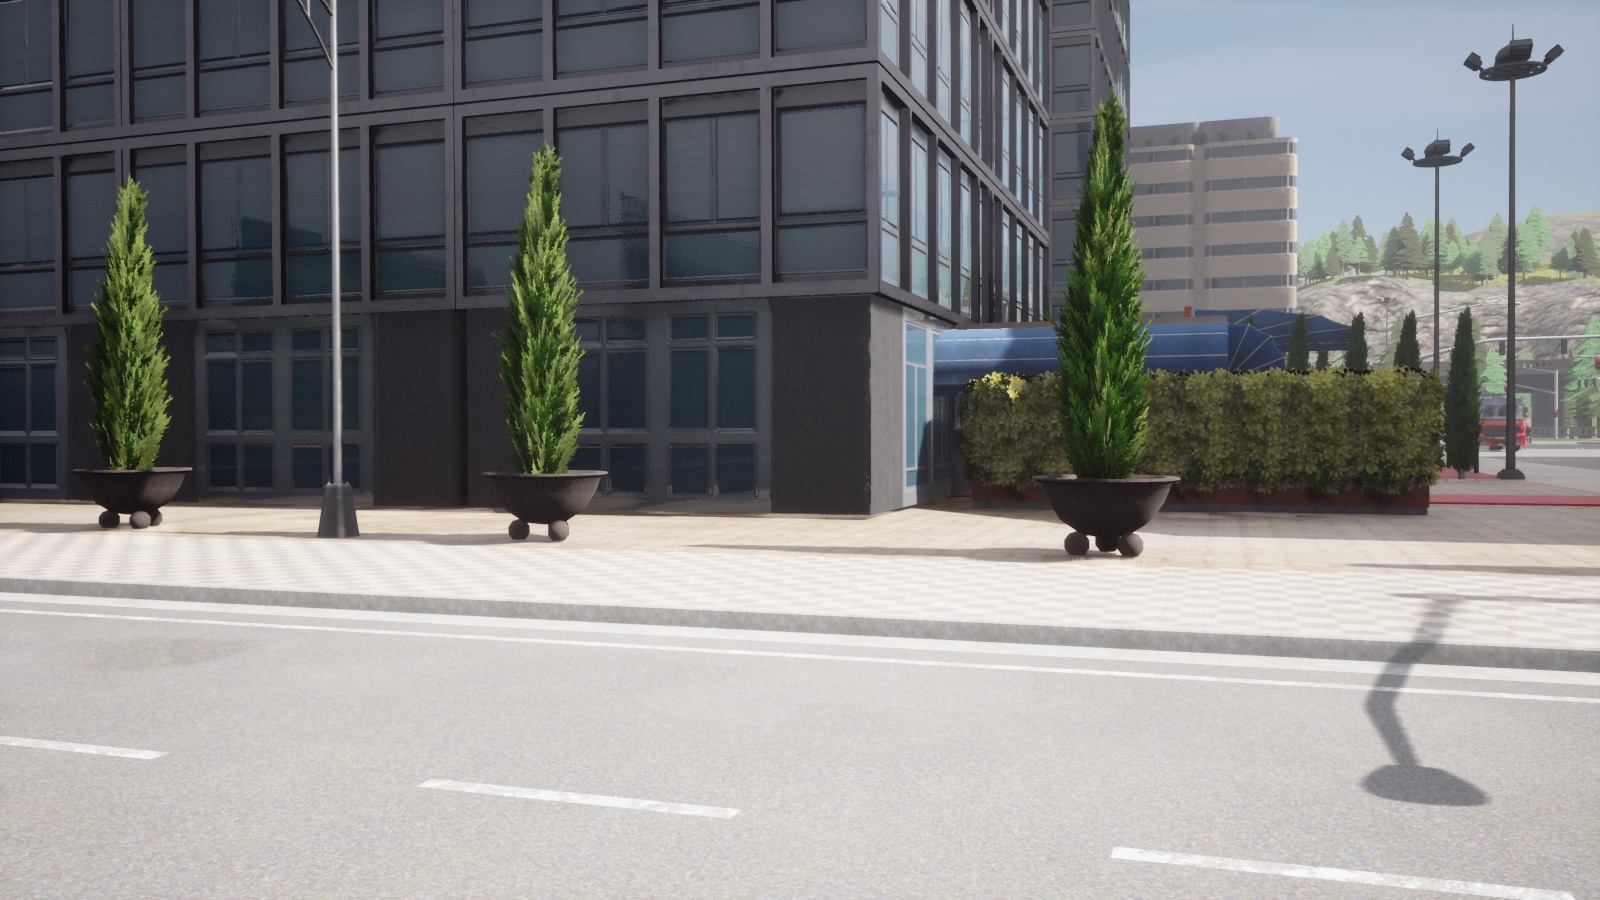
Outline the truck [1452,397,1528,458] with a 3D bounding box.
[{"bbox_3d":[45.606,-1.499,83.219,2.891,3.827,8.468,1,1,18],"label":"truck"}]
